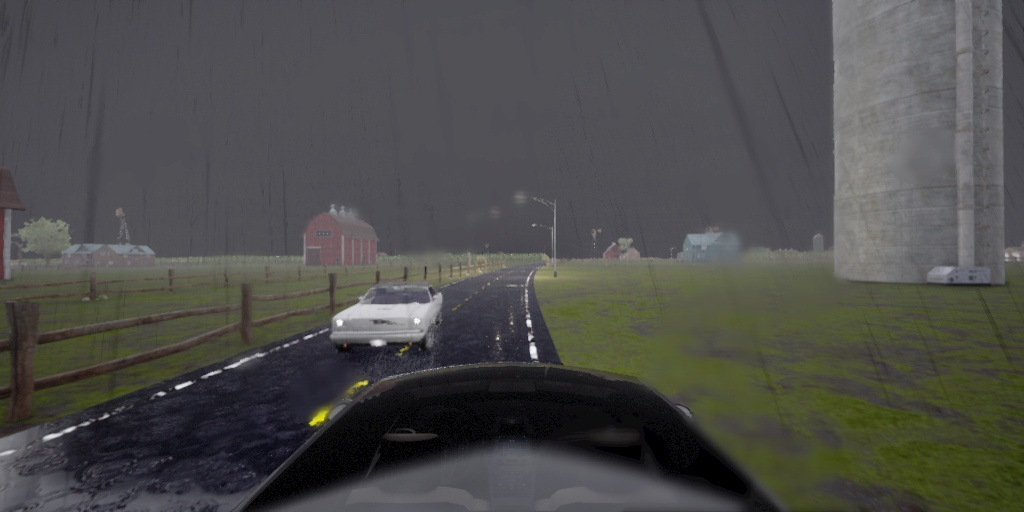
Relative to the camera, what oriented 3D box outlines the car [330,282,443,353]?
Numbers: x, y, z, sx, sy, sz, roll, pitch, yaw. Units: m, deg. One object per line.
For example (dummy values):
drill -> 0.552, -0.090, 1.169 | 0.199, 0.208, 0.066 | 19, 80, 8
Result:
car -> -2.825, 1.356, 9.051 | 1.895, 1.301, 4.718 | 0, 0, -7
